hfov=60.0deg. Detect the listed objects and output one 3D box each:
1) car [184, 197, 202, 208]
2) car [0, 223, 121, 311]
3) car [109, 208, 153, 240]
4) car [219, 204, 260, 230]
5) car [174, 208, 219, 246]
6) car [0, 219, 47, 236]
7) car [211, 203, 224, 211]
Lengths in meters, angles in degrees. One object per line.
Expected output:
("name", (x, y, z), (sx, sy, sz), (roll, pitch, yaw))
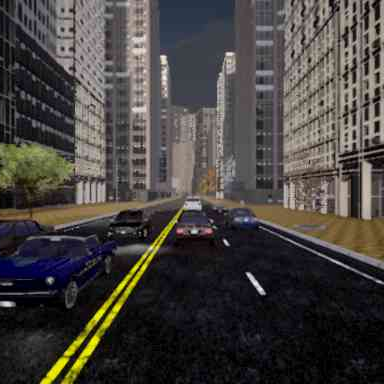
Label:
("car", (0.102, 1.659, 43.004), (2.150, 2.045, 5.566), (0, 0, 0))
("car", (-3.250, 1.686, 8.057), (1.895, 1.301, 4.718), (0, -1, 0))
("car", (-3.250, 1.694, 18.182), (1.837, 1.490, 4.892), (0, -1, 0))
("car", (3.351, 1.786, 23.071), (2.033, 1.411, 5.357), (0, -1, 0))
("car", (0.099, 1.717, 16.282), (2.033, 1.411, 5.357), (0, -1, 0))
("car", (-6.500, 1.669, 11.591), (2.033, 1.411, 5.357), (0, -1, 0))
("car", (3.349, 2.027, 42.094), (1.895, 1.301, 4.718), (0, -1, 0))
